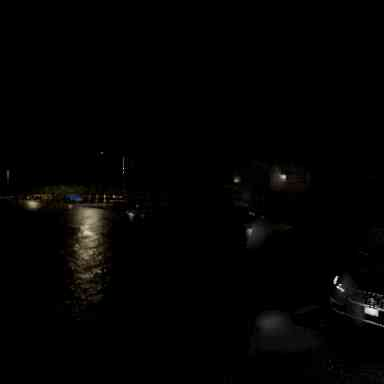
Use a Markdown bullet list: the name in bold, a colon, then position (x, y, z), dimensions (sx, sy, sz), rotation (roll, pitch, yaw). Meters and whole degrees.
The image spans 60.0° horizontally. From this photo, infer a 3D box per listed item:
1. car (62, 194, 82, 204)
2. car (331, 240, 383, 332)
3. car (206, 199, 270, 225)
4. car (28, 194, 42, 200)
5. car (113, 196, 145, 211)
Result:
- **car**: position (-18.157, 1.049, 50.171), dimensions (1.882, 1.535, 5.008), rotation (1, -1, -36)
- **car**: position (4.550, 1.429, 6.179), dimensions (4.892, 1.490, 1.837), rotation (-1, 1, -35)
- **car**: position (2.755, 1.188, 20.862), dimensions (1.812, 1.442, 4.674), rotation (1, 0, -35)
- **car**: position (-39.841, 1.343, 85.048), dimensions (1.895, 1.301, 4.718), rotation (1, -1, -36)
- **car**: position (-6.425, 1.143, 33.682), dimensions (1.994, 1.385, 4.181), rotation (1, 0, -36)
